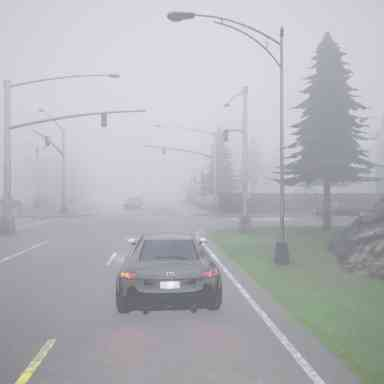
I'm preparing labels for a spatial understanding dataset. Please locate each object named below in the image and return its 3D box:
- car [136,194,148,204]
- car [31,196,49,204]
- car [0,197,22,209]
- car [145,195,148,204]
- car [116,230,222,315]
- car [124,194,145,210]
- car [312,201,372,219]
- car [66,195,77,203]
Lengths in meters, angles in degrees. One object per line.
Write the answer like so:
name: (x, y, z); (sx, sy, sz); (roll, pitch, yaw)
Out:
car: (-9.477, 1.352, 63.152); (2.097, 1.767, 4.553); (0, 0, -5)
car: (-25.893, 1.384, 56.700); (1.970, 1.475, 3.806); (0, 0, -5)
car: (-21.330, 1.340, 38.409); (2.007, 1.523, 4.514); (0, 0, -5)
car: (-8.538, 1.564, 52.942); (1.994, 1.385, 4.181); (0, 0, -5)
car: (-0.556, 1.564, 7.701); (1.994, 1.385, 4.181); (0, 0, -5)
car: (-7.608, 1.352, 43.092); (2.097, 1.767, 4.553); (0, 0, -5)
car: (12.716, 1.492, 28.334); (4.902, 1.511, 2.128); (0, 0, -7)
car: (-23.555, 1.374, 64.347); (1.845, 1.501, 3.633); (0, 0, -5)
